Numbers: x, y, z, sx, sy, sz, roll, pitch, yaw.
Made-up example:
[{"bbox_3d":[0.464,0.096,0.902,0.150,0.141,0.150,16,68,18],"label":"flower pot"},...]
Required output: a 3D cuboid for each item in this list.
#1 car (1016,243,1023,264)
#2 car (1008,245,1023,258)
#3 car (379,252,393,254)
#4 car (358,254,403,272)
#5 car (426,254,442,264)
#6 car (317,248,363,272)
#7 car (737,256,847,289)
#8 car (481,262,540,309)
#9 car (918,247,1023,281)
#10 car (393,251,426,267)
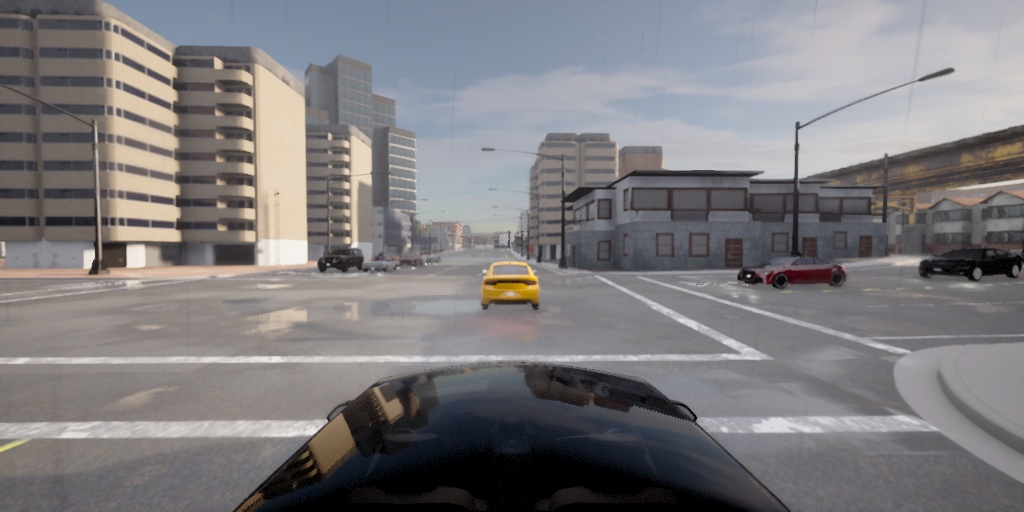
[{"bbox_3d":[38.130,-0.178,25.658,5.357,1.411,2.033,-2,2,-39],"label":"car"},{"bbox_3d":[51.133,-0.409,34.736,1.895,1.301,4.718,1,1,31],"label":"car"},{"bbox_3d":[-15.319,0.327,43.194,2.097,1.767,4.553,0,0,-1],"label":"car"},{"bbox_3d":[-11.393,0.685,31.402,1.895,1.301,4.718,0,1,-2],"label":"car"},{"bbox_3d":[-12.234,0.447,56.491,1.812,1.442,4.674,0,0,-2],"label":"car"},{"bbox_3d":[-14.905,0.305,31.656,2.150,2.045,5.566,0,1,-2],"label":"car"},{"bbox_3d":[12.800,0.681,16.535,4.181,1.385,1.994,-1,2,-4],"label":"car"},{"bbox_3d":[-0.093,0.944,13.367,1.882,1.535,5.008,0,1,-1],"label":"car"},{"bbox_3d":[22.947,0.320,17.998,5.008,1.535,1.882,-2,2,-16],"label":"car"},{"bbox_3d":[-11.760,0.331,41.547,2.097,1.767,4.553,0,0,-2],"label":"car"}]
